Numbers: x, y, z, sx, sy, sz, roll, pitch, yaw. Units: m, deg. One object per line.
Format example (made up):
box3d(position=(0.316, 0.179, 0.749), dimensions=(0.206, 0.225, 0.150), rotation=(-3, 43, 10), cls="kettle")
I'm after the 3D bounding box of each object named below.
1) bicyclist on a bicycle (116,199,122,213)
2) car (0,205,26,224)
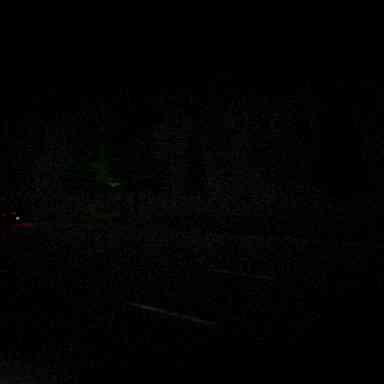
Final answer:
box3d(position=(-8.092, 1.580, 37.581), dimensions=(0.582, 1.620, 1.656), rotation=(-8, -2, 21), cls="bicyclist on a bicycle")
box3d(position=(-15.898, 1.866, 27.998), dimensions=(4.892, 1.490, 1.837), rotation=(-1, 0, 35), cls="car")
